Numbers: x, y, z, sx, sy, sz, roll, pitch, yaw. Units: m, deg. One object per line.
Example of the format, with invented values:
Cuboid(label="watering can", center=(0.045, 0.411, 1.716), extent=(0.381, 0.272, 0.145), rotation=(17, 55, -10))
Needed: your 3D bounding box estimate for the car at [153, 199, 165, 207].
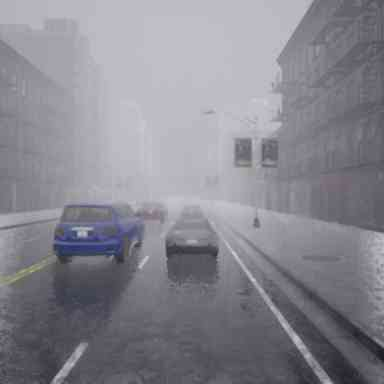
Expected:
Cuboid(label="car", center=(-6.530, 2.115, 65.674), extent=(1.812, 1.442, 4.674), rotation=(0, 0, 0))

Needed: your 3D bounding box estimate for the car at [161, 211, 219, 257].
Cuboid(label="car", center=(0.019, 1.703, 13.541), extent=(1.994, 1.385, 4.181), rotation=(0, 0, 0))

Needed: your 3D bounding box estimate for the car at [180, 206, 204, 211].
Cuboid(label="car", center=(0.005, 1.826, 27.541), extent=(2.033, 1.411, 5.357), rotation=(0, -1, 0))

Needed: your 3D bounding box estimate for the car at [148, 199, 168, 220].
Cuboid(label="car", center=(-3.237, 1.638, 28.420), extent=(2.097, 1.767, 4.553), rotation=(0, -1, 0))

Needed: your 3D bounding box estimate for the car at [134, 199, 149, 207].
Cuboid(label="car", center=(-9.784, 2.088, 65.290), extent=(2.128, 1.511, 4.902), rotation=(0, 0, 0))

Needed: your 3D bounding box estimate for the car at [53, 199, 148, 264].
Cuboid(label="car", center=(-3.240, 1.353, 12.567), extent=(2.150, 2.045, 5.566), rotation=(0, 0, 0))
